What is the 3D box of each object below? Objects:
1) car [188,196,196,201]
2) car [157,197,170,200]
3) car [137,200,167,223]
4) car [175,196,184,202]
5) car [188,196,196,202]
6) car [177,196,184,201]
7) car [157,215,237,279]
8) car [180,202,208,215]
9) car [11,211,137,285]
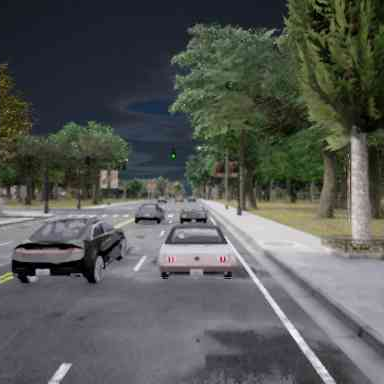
[{"bbox_3d":[0.034,1.874,93.089,1.994,1.385,4.181,0,-1,0],"label":"car"},{"bbox_3d":[-6.474,1.751,71.803,1.882,1.535,5.008,0,0,0],"label":"car"},{"bbox_3d":[-3.141,1.572,25.442,1.994,1.385,4.181,0,0,0],"label":"car"},{"bbox_3d":[-3.220,1.923,83.081,1.994,1.385,4.181,0,-1,0],"label":"car"},{"bbox_3d":[0.030,1.723,83.019,2.097,1.767,4.553,0,-1,0],"label":"car"},{"bbox_3d":[-3.216,1.845,93.090,1.812,1.442,4.674,0,-1,0],"label":"car"},{"bbox_3d":[0.104,1.593,10.015,1.895,1.301,4.718,0,0,0],"label":"car"},{"bbox_3d":[0.109,1.606,23.994,1.895,1.301,4.718,0,0,0],"label":"car"},{"bbox_3d":[-3.148,1.485,9.465,2.128,1.511,4.902,0,0,0],"label":"car"}]
